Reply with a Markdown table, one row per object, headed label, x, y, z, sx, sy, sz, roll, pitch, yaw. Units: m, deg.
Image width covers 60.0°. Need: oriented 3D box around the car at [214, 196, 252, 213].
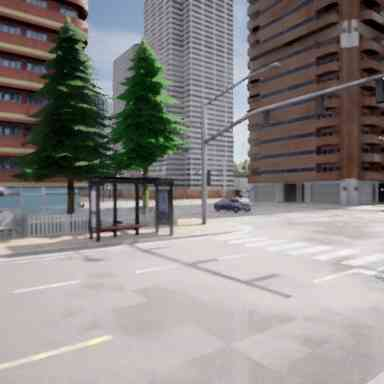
| label | x | y | z | sx | sy | sz | roll | pitch | yaw |
| --- | --- | --- | --- | --- | --- | --- | --- | --- | --- |
| car | 4.235 | 1.421 | 35.408 | 1.812 | 1.442 | 4.674 | 0 | 0 | -35 |
